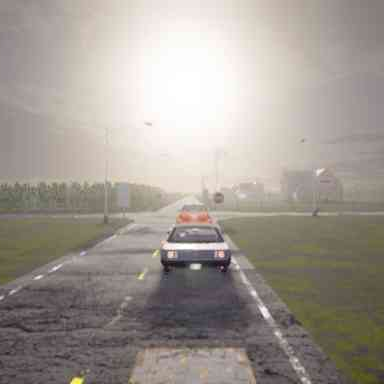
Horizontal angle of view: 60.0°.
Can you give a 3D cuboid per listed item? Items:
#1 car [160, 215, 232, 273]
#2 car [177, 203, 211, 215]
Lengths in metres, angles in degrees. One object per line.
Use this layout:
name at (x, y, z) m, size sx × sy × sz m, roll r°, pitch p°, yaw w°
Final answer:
car at (0.110, 1.654, 10.808) m, size 1.895 × 1.301 × 4.718 m, roll 0°, pitch 0°, yaw 0°
car at (0.122, 1.457, 21.037) m, size 2.097 × 1.767 × 4.553 m, roll 0°, pitch 0°, yaw 0°
